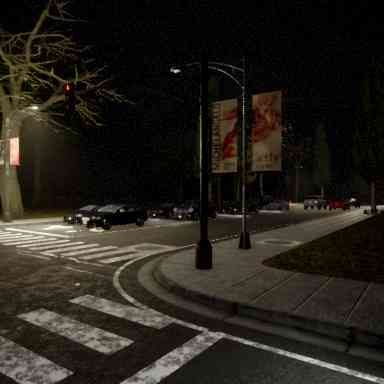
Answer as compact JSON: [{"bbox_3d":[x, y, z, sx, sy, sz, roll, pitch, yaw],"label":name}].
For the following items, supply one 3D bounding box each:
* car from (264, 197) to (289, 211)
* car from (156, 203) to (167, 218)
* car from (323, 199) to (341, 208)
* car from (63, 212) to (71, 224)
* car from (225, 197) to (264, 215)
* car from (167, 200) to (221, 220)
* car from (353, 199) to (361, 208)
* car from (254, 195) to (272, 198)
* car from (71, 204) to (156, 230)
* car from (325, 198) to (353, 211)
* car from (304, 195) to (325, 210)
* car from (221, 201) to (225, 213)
[{"bbox_3d":[11.900,1.772,45.638,1.812,1.442,4.674,0,0,36],"label":"car"},{"bbox_3d":[-1.836,1.666,31.831,2.033,1.411,5.357,0,0,35],"label":"car"},{"bbox_3d":[24.079,1.925,57.018,1.812,1.442,4.674,0,-1,35],"label":"car"},{"bbox_3d":[-7.167,1.637,24.286,1.994,1.385,4.181,0,0,36],"label":"car"},{"bbox_3d":[5.949,1.680,37.248,1.837,1.490,4.892,0,0,35],"label":"car"},{"bbox_3d":[0.294,1.472,29.221,2.097,1.767,4.553,0,0,35],"label":"car"},{"bbox_3d":[26.454,1.891,54.750,2.128,1.511,4.902,0,-1,35],"label":"car"},{"bbox_3d":[9.978,1.471,48.544,2.150,2.045,5.566,0,0,38],"label":"car"},{"bbox_3d":[-4.957,1.566,21.765,2.128,1.511,4.902,0,0,35],"label":"car"},{"bbox_3d":[20.695,1.658,46.568,2.097,1.767,4.553,0,0,35],"label":"car"},{"bbox_3d":[17.943,1.520,48.295,2.150,2.045,5.566,0,0,35],"label":"car"},{"bbox_3d":[3.894,1.776,39.980,1.895,1.301,4.718,0,0,35],"label":"car"}]
